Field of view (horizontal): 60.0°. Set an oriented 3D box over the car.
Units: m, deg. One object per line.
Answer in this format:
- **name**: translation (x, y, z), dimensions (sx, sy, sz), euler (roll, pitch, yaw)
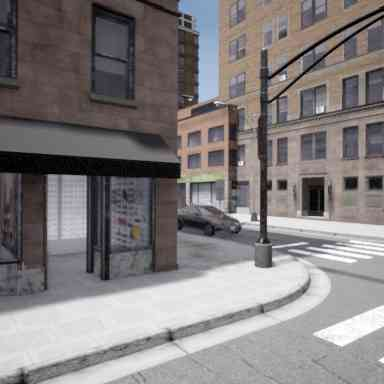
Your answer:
- **car**: translation (0.652, 1.444, 17.942), dimensions (1.812, 1.442, 4.674), euler (0, 1, -34)
